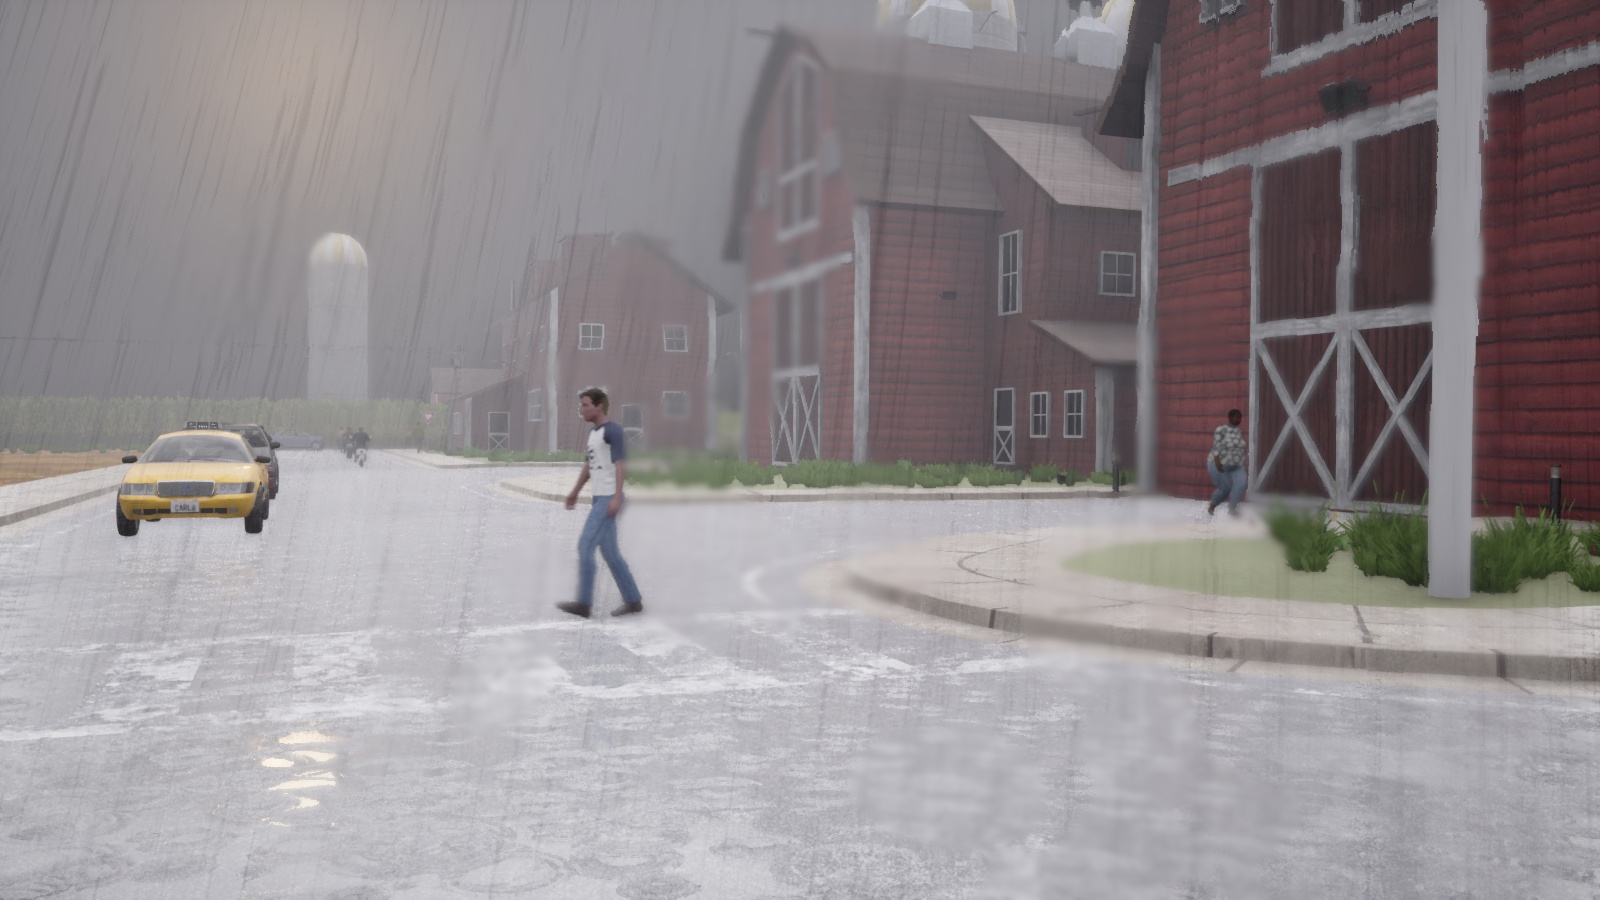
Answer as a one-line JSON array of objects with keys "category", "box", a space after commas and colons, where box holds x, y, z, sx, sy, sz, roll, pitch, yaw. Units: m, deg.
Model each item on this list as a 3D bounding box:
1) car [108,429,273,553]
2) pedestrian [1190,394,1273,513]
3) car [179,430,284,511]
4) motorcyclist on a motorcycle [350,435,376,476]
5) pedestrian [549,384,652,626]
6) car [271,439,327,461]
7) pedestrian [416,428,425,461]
[{"category": "car", "box": [-9.016, 0.506, 18.961, 1.801, 1.575, 5.366, -1, 1, -21]}, {"category": "pedestrian", "box": [6.912, 0.048, 20.129, 0.874, 1.855, 0.900, -1, 1, -21]}, {"category": "car", "box": [-12.336, 0.395, 27.444, 1.851, 1.617, 3.988, -1, 1, -21]}, {"category": "motorcyclist on a motorcycle", "box": [-17.403, 0.218, 49.990, 0.866, 1.590, 1.817, -1, 1, -21]}, {"category": "pedestrian", "box": [-1.556, 0.413, 9.810, 0.706, 1.836, 0.354, -1, 1, -24]}, {"category": "car", "box": [-35.629, -0.013, 89.385, 3.633, 1.501, 1.845, -1, 1, -21]}, {"category": "pedestrian", "box": [-21.613, -0.301, 71.488, 0.431, 1.840, 0.709, -1, 1, -15]}]
